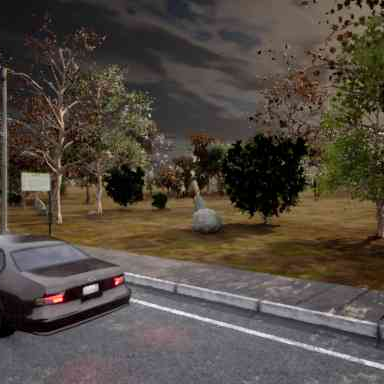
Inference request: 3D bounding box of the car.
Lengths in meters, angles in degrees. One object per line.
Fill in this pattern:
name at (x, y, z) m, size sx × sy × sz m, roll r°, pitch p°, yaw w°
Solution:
car at (-3.597, 1.546, 6.571) m, size 5.357 × 1.411 × 2.033 m, roll 0°, pitch 0°, yaw 36°
